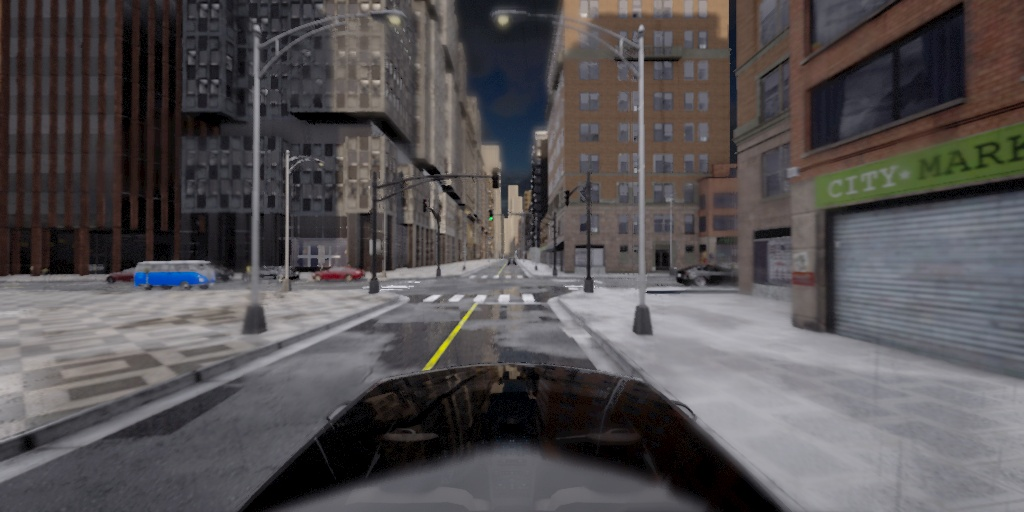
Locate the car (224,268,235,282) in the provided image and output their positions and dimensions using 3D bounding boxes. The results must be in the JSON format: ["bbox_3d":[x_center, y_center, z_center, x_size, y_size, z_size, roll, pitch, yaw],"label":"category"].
[{"bbox_3d":[-25.760,1.518,30.075,4.403,1.370,2.007,0,0,0],"label":"car"}]

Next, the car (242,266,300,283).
[{"bbox_3d":[-20.111,1.494,30.069,4.313,1.339,1.948,0,0,0],"label":"car"}]

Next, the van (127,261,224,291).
[{"bbox_3d":[-20.111,1.189,21.545,3.998,1.789,1.690,0,0,0],"label":"van"}]

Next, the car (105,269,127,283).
[{"bbox_3d":[-31.408,1.589,30.081,4.207,1.307,1.802,0,0,0],"label":"car"}]

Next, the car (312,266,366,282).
[{"bbox_3d":[-14.462,1.470,30.063,4.207,1.307,1.802,0,0,0],"label":"car"}]

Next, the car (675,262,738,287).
[{"bbox_3d":[12.113,1.177,21.510,4.313,1.339,1.948,0,0,0],"label":"car"}]
